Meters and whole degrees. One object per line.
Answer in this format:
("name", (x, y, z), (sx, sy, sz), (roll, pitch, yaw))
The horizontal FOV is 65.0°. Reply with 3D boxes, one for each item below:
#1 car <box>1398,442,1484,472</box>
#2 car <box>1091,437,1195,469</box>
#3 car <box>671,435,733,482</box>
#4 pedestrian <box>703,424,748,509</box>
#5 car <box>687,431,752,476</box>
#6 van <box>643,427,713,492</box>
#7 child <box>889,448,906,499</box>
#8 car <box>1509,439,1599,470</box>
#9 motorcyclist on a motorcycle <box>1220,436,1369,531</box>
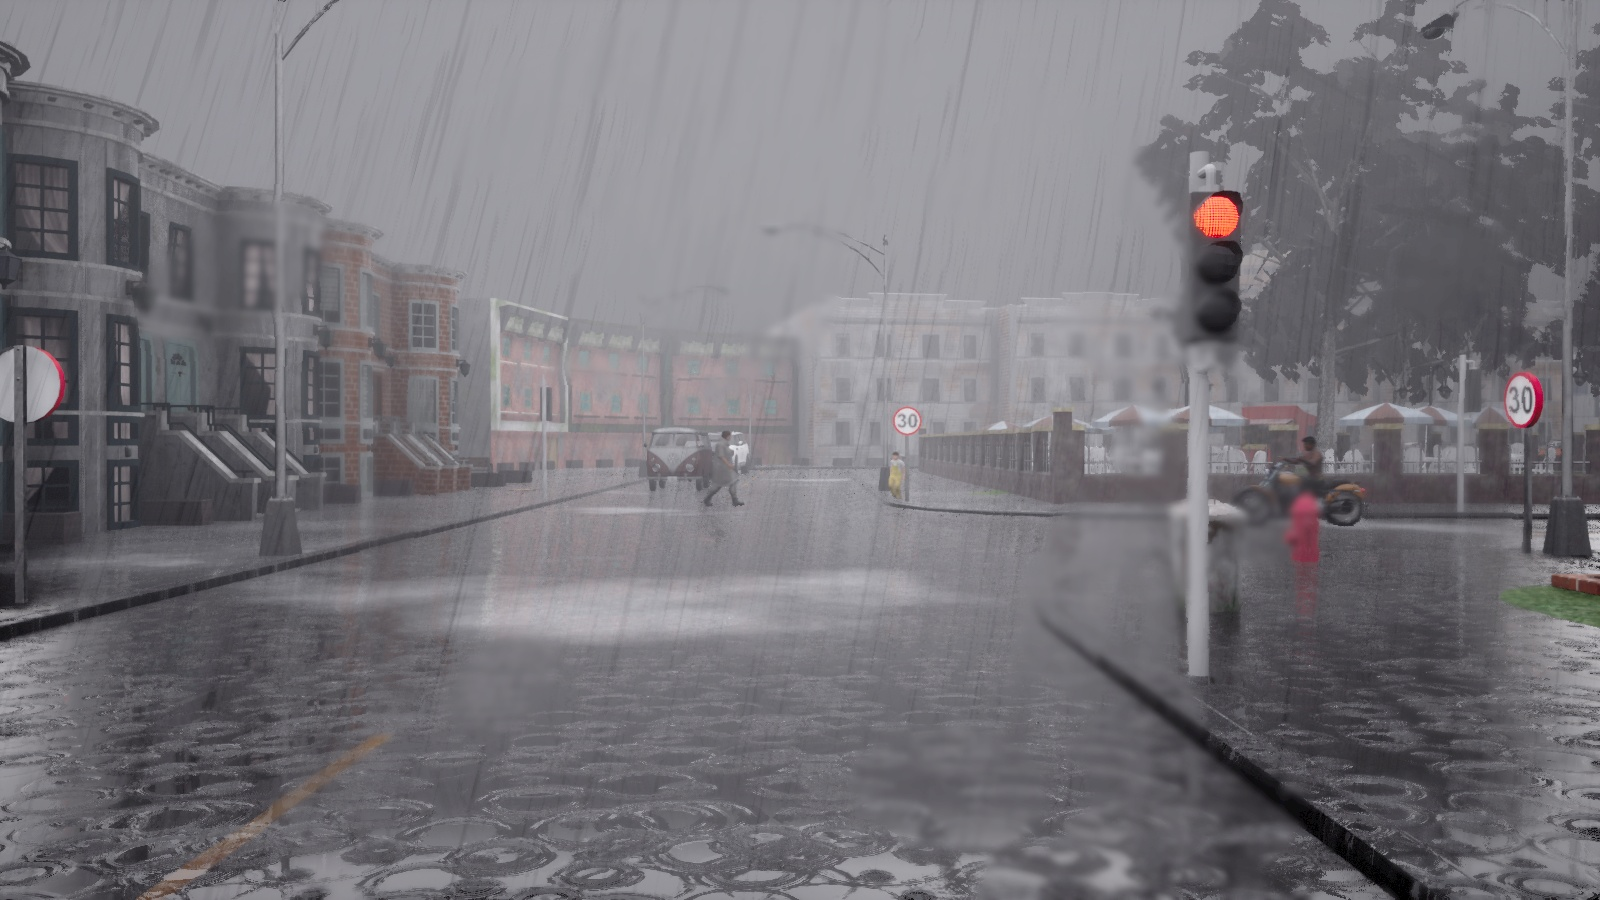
("car", (34.428, 0.372, 67.511), (3.705, 1.549, 1.789), (0, 0, 0))
("car", (18.393, 0.159, 67.547), (5.027, 1.651, 2.152), (0, 0, 1))
("car", (-3.842, 0.321, 49.766), (2.097, 1.767, 4.553), (0, 0, 0))
("pedestrian", (-1.743, 0.374, 29.416), (0.873, 1.952, 0.659), (0, 0, 18))
("car", (-3.803, 0.120, 60.334), (2.150, 2.045, 5.566), (0, 1, 7))
("van", (-3.858, 0.268, 40.407), (1.775, 1.987, 4.442), (0, 0, 0))
("child", (2.433, 0.581, 31.265), (0.270, 1.263, 0.437), (0, 0, 30))
("car", (43.223, 0.236, 71.496), (4.553, 1.767, 2.097), (0, 0, 0))
("motorcyclist on a motorcycle", (8.768, 0.578, 22.324), (2.350, 1.649, 0.766), (0, 0, 0))
